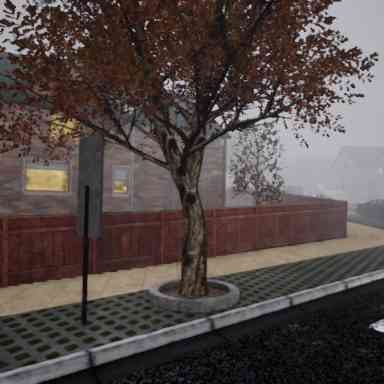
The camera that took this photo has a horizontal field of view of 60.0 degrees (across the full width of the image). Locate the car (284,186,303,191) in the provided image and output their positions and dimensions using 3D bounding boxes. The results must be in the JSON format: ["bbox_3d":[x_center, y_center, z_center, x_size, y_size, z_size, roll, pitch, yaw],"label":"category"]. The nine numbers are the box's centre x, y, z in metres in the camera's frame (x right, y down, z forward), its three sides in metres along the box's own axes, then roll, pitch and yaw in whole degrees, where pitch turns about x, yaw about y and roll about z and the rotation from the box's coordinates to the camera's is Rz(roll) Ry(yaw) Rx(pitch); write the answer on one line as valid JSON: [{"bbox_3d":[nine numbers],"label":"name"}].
[{"bbox_3d":[14.290,0.126,48.333,2.150,2.045,5.566,1,1,-4],"label":"car"}]

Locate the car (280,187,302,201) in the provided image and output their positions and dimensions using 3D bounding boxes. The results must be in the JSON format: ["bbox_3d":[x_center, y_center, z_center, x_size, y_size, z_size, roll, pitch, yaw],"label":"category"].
[{"bbox_3d":[11.691,0.503,41.923,1.882,1.535,5.008,1,2,-3],"label":"car"}]

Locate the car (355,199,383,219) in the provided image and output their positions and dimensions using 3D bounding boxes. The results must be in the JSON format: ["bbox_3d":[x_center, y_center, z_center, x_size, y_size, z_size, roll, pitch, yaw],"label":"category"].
[{"bbox_3d":[12.803,1.208,21.689,2.033,1.411,5.357,1,2,-3],"label":"car"}]

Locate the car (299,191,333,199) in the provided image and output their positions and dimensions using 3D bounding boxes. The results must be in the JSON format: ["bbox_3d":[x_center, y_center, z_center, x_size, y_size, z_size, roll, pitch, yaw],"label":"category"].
[{"bbox_3d":[12.252,0.908,31.643,1.994,1.385,4.181,1,2,-3],"label":"car"}]

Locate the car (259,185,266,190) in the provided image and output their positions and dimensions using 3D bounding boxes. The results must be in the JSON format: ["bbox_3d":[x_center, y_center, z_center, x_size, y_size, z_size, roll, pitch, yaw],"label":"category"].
[{"bbox_3d":[13.420,-0.322,64.042,2.150,2.045,5.566,1,2,-4],"label":"car"}]
